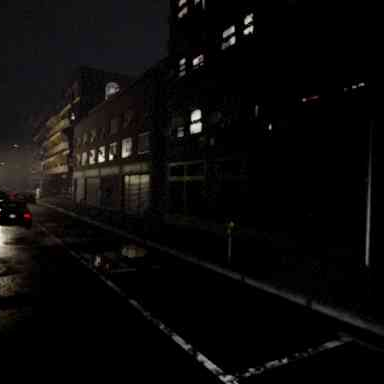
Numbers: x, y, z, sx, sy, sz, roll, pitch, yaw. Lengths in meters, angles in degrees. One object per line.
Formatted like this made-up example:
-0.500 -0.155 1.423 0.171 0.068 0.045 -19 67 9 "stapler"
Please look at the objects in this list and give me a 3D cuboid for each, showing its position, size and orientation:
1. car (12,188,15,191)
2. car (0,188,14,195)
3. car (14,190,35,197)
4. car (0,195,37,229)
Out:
-24.121 0.443 46.365 1.887 1.381 4.507 2 0 -31 "car"
-19.395 0.665 33.635 1.812 1.442 4.674 2 1 -31 "car"
-18.325 0.677 36.898 1.752 1.417 4.829 2 0 -31 "car"
-9.649 1.114 17.664 2.033 1.411 5.357 2 0 -31 "car"
